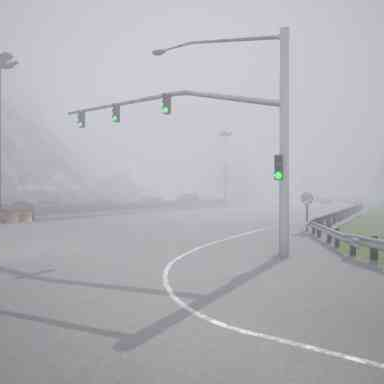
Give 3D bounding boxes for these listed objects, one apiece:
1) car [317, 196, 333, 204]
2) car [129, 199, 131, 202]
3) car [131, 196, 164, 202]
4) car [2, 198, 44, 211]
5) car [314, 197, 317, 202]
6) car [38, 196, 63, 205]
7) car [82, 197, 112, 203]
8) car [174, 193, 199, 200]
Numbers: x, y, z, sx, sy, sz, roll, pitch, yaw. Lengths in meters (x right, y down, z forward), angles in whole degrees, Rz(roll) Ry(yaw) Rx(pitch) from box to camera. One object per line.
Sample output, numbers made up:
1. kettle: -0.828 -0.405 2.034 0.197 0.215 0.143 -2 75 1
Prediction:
1. car: 25.604 1.549 63.310 1.994 1.385 4.181 0 0 16
2. car: -9.458 1.412 60.898 2.128 1.511 4.902 0 0 29
3. car: -5.763 1.432 46.756 2.128 1.511 4.902 0 0 32
4. car: -16.218 1.501 30.288 1.994 1.385 4.181 0 0 33
5. car: 28.159 1.520 72.898 2.033 1.411 5.357 0 0 7
6. car: -19.677 1.268 44.397 2.097 1.767 4.553 0 0 32
7. car: -10.791 1.540 38.800 1.895 1.301 4.718 0 0 33
8. car: -0.819 1.164 54.873 2.150 2.045 5.566 0 0 29
